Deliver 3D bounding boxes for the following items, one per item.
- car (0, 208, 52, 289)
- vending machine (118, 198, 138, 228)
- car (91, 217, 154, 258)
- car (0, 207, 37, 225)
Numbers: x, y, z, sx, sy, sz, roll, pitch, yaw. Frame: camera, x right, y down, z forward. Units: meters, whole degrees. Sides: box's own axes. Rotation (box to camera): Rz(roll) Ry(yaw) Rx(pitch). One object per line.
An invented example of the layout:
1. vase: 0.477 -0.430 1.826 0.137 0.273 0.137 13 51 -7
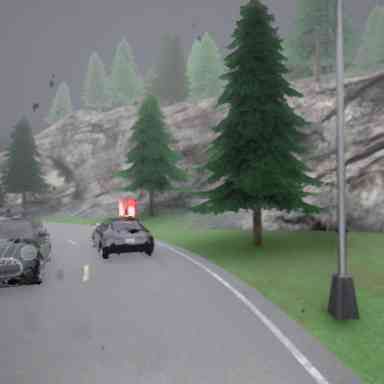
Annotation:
1. car: -5.293 1.493 9.538 2.097 1.767 4.553 0 -1 -19
2. vending machine: -4.583 1.475 23.771 1.100 2.100 0.880 0 -1 -39
3. car: -2.962 1.729 13.776 1.994 1.385 4.181 0 -1 -22
4. car: -15.700 2.021 28.792 4.718 1.301 1.895 -1 -1 33
